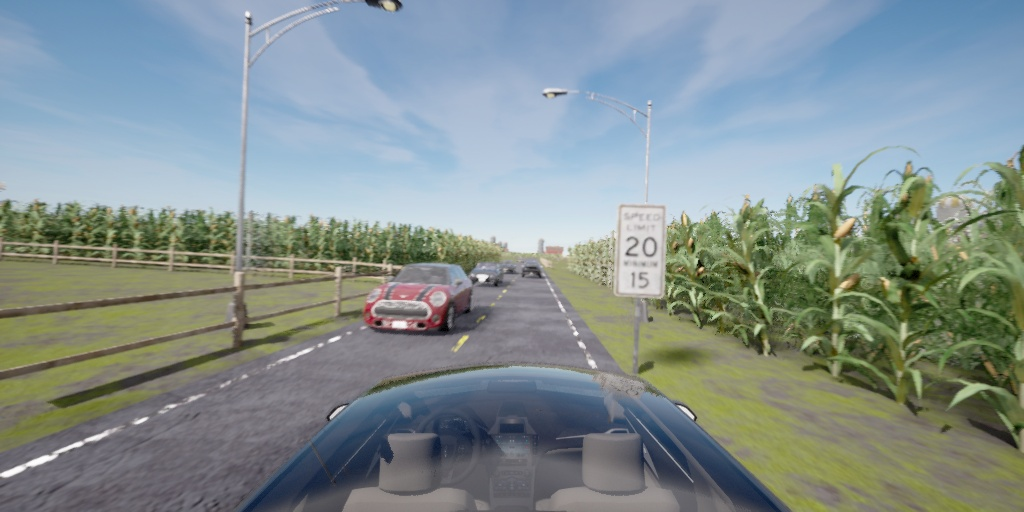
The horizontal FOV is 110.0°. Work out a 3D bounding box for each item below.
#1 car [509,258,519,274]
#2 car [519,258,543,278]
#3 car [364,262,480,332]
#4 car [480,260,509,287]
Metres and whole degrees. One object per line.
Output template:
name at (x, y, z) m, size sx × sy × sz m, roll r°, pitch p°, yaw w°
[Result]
car at (-0.536, 1.223, 40.362) m, size 1.837 × 1.490 × 4.892 m, roll 2°, pitch 0°, yaw 4°
car at (1.948, 1.307, 35.161) m, size 1.837 × 1.490 × 4.892 m, roll 2°, pitch 0°, yaw 4°
car at (-2.446, 1.001, 10.530) m, size 2.097 × 1.767 × 4.553 m, roll 2°, pitch 0°, yaw 3°
car at (-1.626, 1.163, 23.969) m, size 2.128 × 1.511 × 4.902 m, roll 2°, pitch 0°, yaw 4°
